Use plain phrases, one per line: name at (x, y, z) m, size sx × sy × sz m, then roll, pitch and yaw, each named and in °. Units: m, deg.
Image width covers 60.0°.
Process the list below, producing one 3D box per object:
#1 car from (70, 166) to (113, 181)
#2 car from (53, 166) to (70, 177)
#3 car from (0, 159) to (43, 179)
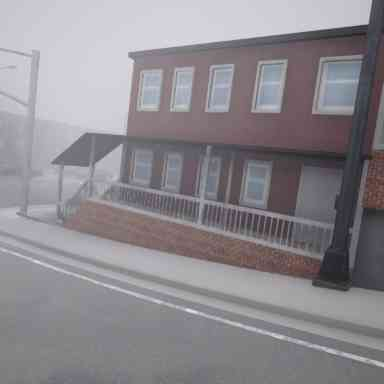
car at (-11.778, -2.171, 40.295) m, size 1.837 × 1.490 × 4.892 m, roll 11°, pitch 6°, yaw 35°
car at (-14.698, -2.661, 42.181) m, size 2.033 × 1.411 × 5.357 m, roll 11°, pitch 6°, yaw 35°
car at (-17.419, -2.135, 32.487) m, size 2.033 × 1.411 × 5.357 m, roll 11°, pitch 6°, yaw 37°
